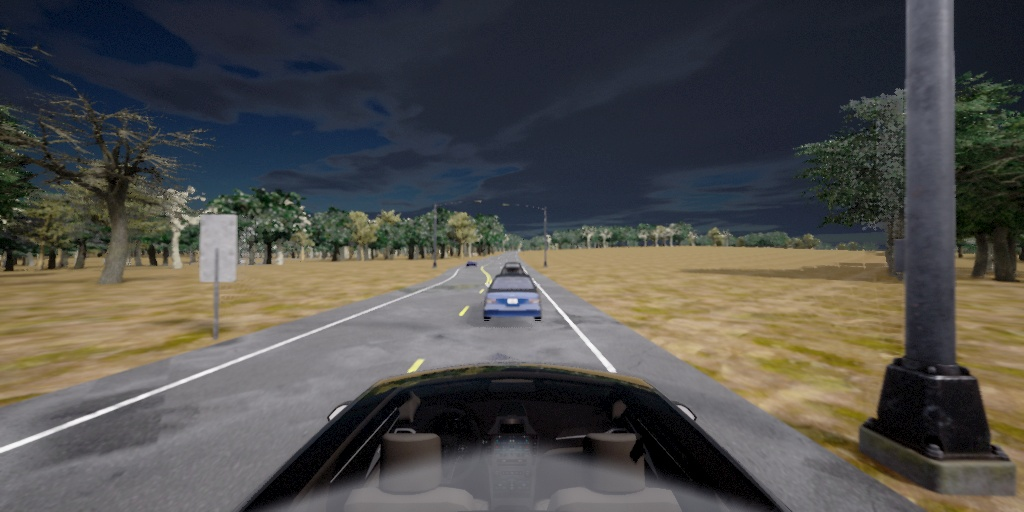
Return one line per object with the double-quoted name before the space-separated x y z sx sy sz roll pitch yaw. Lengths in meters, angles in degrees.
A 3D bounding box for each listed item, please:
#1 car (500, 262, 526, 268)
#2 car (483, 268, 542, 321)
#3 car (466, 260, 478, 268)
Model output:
"car" 0.068 1.262 29.664 1.837 1.490 4.892 0 0 1
"car" 0.031 1.300 12.474 2.033 1.411 5.357 0 0 0
"car" -6.794 1.293 60.736 1.895 1.301 4.718 0 0 -3
